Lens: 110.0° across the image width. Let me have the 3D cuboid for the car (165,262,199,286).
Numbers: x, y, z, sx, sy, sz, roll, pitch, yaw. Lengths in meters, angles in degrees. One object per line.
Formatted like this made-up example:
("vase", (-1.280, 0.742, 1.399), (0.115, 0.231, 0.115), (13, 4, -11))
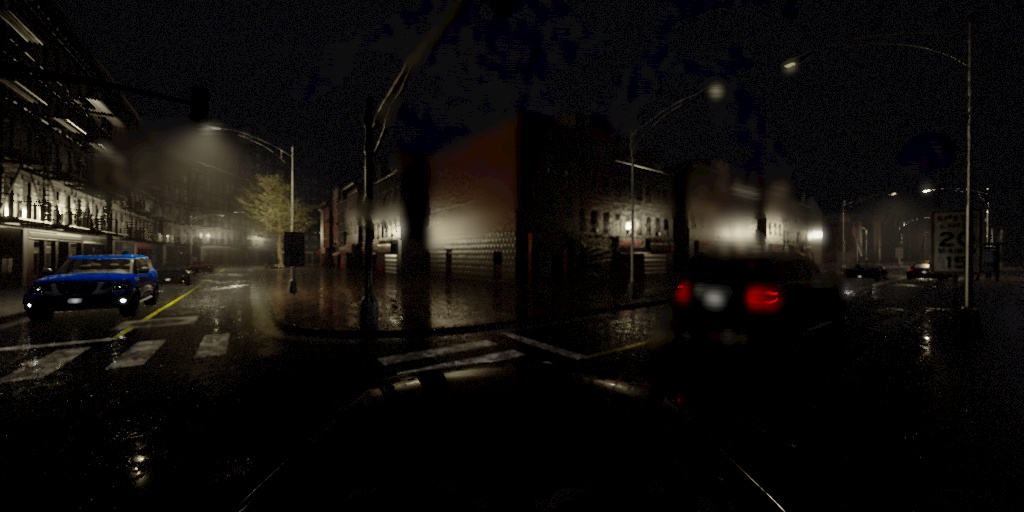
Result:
("car", (-22.906, 1.313, 24.249), (1.994, 1.385, 4.181), (0, 0, -36))

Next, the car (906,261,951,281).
("car", (33.841, 1.235, 29.220), (4.181, 1.385, 1.994), (0, 0, -36))

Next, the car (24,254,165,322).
("car", (-14.398, 0.962, 12.712), (2.150, 2.045, 5.566), (0, 0, -36))

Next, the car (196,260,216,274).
("car", (-34.464, 1.270, 40.078), (1.882, 1.535, 5.008), (0, 0, -36))

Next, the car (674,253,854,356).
("car", (6.224, 0.947, 8.810), (5.566, 2.045, 2.150), (0, 0, -37))

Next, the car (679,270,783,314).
("car", (8.794, 1.304, 14.266), (4.718, 1.301, 1.895), (0, 0, -37))

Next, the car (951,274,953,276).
("car", (41.736, 1.140, 35.110), (5.008, 1.535, 1.882), (0, 0, -36))

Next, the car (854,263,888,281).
("car", (28.484, 1.264, 28.816), (4.718, 1.301, 1.895), (0, 0, -36))
